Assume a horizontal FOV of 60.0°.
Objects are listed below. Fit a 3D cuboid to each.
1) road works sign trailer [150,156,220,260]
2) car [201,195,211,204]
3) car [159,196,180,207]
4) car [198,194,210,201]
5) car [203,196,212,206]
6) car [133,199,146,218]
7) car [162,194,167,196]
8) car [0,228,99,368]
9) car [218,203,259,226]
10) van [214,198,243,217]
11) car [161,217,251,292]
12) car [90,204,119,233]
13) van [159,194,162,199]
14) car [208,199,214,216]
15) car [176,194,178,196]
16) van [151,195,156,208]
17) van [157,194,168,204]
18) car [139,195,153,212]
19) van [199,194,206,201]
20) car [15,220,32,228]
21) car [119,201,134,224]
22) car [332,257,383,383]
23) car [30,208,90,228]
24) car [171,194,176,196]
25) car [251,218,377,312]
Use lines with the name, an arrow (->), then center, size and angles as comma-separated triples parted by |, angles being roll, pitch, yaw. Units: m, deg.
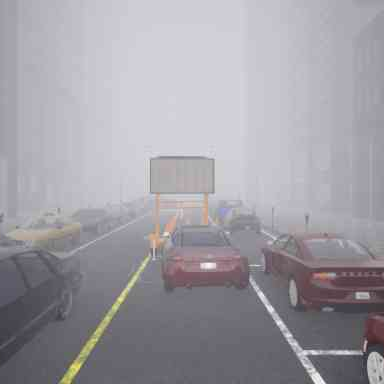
road works sign trailer -> -0.378, 0.466, 12.463 | 2.380, 3.560, 2.880 | 0, 0, -5
car -> 2.820, 1.577, 52.710 | 1.887, 1.381, 4.507 | 0, 0, 0
car -> -3.046, 1.589, 46.349 | 1.994, 1.385, 4.181 | 0, 0, 0
car -> 2.832, 1.362, 63.983 | 2.192, 1.841, 5.009 | 0, 0, 0
car -> 2.808, 1.571, 41.438 | 2.008, 1.369, 4.403 | 0, 0, 0
car -> -5.730, 1.576, 30.159 | 1.947, 1.339, 4.313 | 0, 0, 0
car -> -5.699, 1.354, 58.341 | 2.192, 1.841, 5.009 | 0, 0, 0
car -> -3.095, 1.547, 4.540 | 2.033, 1.411, 5.357 | 0, 0, 0
car -> 2.782, 1.554, 18.893 | 2.008, 1.369, 4.403 | 0, 0, 0
van -> 2.788, 1.348, 24.529 | 1.690, 1.788, 3.998 | 0, 0, 0
car -> 0.176, 1.565, 9.010 | 1.994, 1.385, 4.181 | 0, -1, -5
car -> -5.743, 1.569, 18.885 | 1.947, 1.339, 4.313 | 0, 0, 0
van -> -5.712, 1.367, 47.069 | 1.690, 1.788, 3.998 | 0, 0, 0
car -> 2.795, 1.561, 30.166 | 2.008, 1.369, 4.403 | 0, 0, 0
car -> -5.660, 1.661, 92.161 | 1.947, 1.339, 4.313 | 0, 0, 0
van -> -5.718, 1.361, 41.432 | 1.690, 1.788, 3.998 | 0, 0, 0
van -> -5.692, 1.388, 63.978 | 1.690, 1.788, 3.998 | 0, 0, 0
car -> -5.724, 1.455, 35.796 | 1.967, 1.590, 4.097 | 0, 0, 0
van -> 2.864, 1.436, 92.164 | 1.690, 1.788, 3.998 | 0, 0, 0
car -> -5.755, 1.566, 7.613 | 1.947, 1.339, 4.313 | 0, 0, 0
car -> -5.736, 1.588, 24.523 | 1.802, 1.307, 4.206 | 0, 0, 0
car -> 2.763, 1.545, 1.984 | 1.887, 1.381, 4.507 | 0, 0, 0
car -> -5.749, 1.527, 13.079 | 1.752, 1.417, 4.829 | 0, 0, 0
car -> -5.673, 1.619, 80.888 | 1.887, 1.381, 4.507 | 0, 0, 0
car -> 2.770, 1.545, 7.621 | 1.887, 1.381, 4.507 | 0, 0, 0
